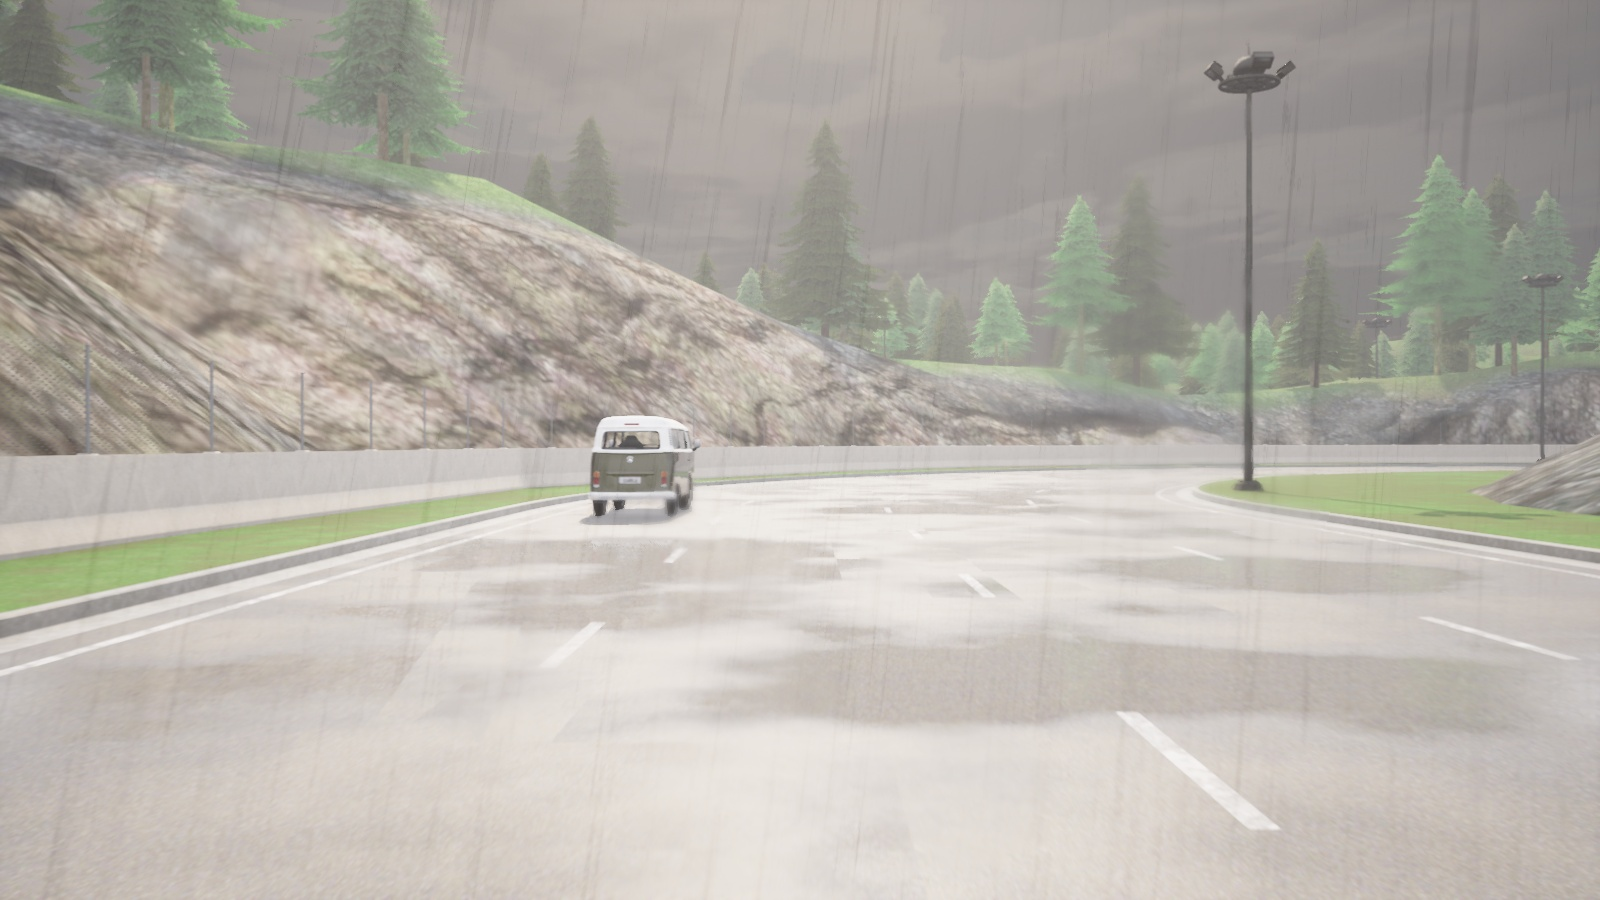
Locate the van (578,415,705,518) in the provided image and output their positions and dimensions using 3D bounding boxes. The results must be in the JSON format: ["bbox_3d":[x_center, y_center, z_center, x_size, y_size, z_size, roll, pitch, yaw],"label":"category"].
[{"bbox_3d":[-3.301,0.315,26.997,2.069,2.038,4.480,0,0,1],"label":"van"}]
